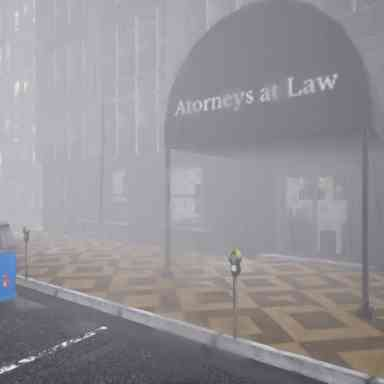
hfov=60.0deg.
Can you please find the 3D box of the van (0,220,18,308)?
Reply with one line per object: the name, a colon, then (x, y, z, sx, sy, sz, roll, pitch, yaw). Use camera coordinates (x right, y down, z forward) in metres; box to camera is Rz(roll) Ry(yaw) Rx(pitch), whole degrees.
van: (-5.103, 1.341, 6.534, 3.998, 1.788, 1.690, 0, 0, 36)
